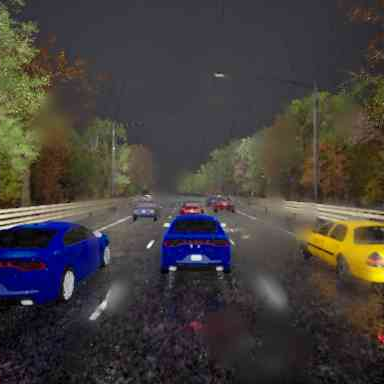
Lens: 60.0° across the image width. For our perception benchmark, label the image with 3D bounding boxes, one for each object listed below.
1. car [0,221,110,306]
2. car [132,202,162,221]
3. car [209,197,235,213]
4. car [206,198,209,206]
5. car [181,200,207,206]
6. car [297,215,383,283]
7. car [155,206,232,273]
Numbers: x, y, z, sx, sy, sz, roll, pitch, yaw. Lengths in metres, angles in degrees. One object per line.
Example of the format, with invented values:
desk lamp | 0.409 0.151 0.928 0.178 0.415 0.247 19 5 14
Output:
car | -3.396 1.443 8.055 1.882 1.535 5.008 0 0 0
car | -3.506 1.468 26.446 2.033 1.411 5.357 0 0 -1
car | 3.316 1.266 36.070 2.097 1.767 4.553 0 0 -1
car | 3.012 1.423 48.309 1.812 1.442 4.674 0 0 -1
car | -0.040 1.487 28.578 1.994 1.385 4.181 0 0 -1
car | 4.564 1.434 9.517 1.801 1.575 5.366 0 0 0
car | 0.101 1.443 10.589 1.882 1.535 5.008 0 0 0
